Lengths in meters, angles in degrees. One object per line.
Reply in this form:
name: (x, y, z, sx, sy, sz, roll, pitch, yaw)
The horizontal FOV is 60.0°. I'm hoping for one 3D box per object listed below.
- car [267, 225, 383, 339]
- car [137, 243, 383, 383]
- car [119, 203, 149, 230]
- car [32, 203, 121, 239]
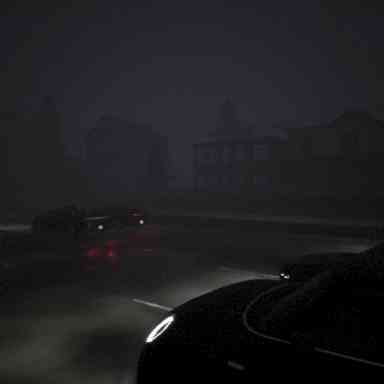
car: (3.911, 1.505, 5.502, 4.892, 1.490, 1.837, 0, 0, 35)
car: (1.675, 1.353, 2.797, 4.553, 1.767, 2.097, 0, 0, 35)
car: (-4.837, 1.440, 20.335, 4.892, 1.490, 1.837, 0, 0, 35)
car: (-6.271, 1.429, 17.059, 4.902, 1.511, 2.128, 0, 0, 35)
